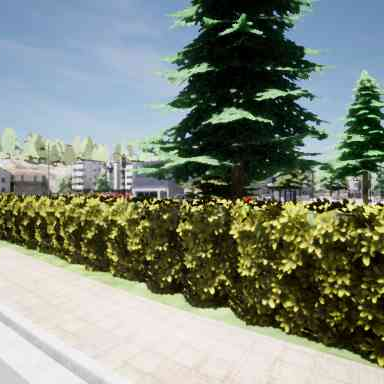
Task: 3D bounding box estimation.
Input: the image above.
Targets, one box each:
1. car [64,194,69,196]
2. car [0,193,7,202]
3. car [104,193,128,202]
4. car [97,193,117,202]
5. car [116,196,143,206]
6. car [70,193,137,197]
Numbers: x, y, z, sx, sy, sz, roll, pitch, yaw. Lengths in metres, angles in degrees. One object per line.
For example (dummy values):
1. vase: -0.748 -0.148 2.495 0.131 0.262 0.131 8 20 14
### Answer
1. car: -27.350 1.151 80.367 2.152 1.636 5.027 0 0 44
2. car: -41.786 1.095 70.186 1.932 1.855 4.605 0 0 44
3. car: -15.876 1.095 69.643 1.932 1.855 4.605 0 0 44
4. car: -18.236 1.075 71.388 1.905 1.878 3.866 0 0 44
5. car: -10.065 1.383 53.308 1.970 1.475 3.806 0 0 44
6. car: -8.071 1.220 31.034 2.150 2.045 5.566 0 0 44
